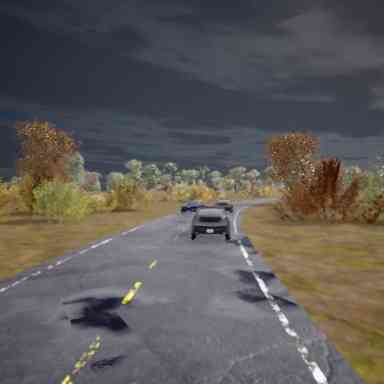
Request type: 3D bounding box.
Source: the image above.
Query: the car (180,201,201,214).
[{"bbox_3d":[0.072,1.558,34.327,1.895,1.301,4.718,0,0,10],"label":"car"}]

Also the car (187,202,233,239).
[{"bbox_3d":[1.013,1.493,17.346,1.837,1.490,4.892,0,0,5],"label":"car"}]

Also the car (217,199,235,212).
[{"bbox_3d":[3.473,1.465,35.225,1.837,1.490,4.892,0,0,10],"label":"car"}]
